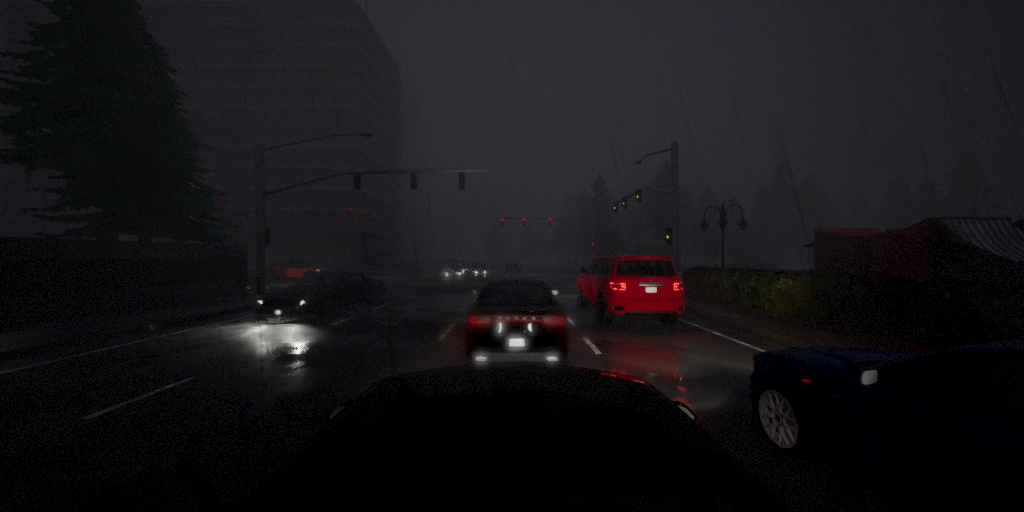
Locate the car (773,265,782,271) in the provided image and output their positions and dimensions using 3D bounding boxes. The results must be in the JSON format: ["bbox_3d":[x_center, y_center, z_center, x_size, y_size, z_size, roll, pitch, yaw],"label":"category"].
[{"bbox_3d":[23.971,1.331,35.265,4.674,1.442,1.812,0,0,1],"label":"car"}]

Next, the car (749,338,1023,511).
[{"bbox_3d":[3.599,1.228,2.023,1.882,1.535,5.008,0,0,0],"label":"car"}]

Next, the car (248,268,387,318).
[{"bbox_3d":[-6.628,1.296,13.324,2.033,1.411,5.357,0,0,8],"label":"car"}]

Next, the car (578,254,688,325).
[{"bbox_3d":[3.642,0.971,12.000,2.150,2.045,5.566,0,0,1],"label":"car"}]

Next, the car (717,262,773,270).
[{"bbox_3d":[19.521,1.353,31.837,5.357,1.411,2.033,0,0,1],"label":"car"}]

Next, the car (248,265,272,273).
[{"bbox_3d":[-20.127,1.283,25.137,5.008,1.535,1.882,0,0,1],"label":"car"}]

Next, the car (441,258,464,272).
[{"bbox_3d":[-7.782,1.102,46.896,2.097,1.767,4.553,0,0,-13],"label":"car"}]

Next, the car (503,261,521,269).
[{"bbox_3d":[0.051,1.274,44.097,1.812,1.442,4.674,0,0,-2],"label":"car"}]

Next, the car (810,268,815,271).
[{"bbox_3d":[29.126,1.297,31.713,4.902,1.511,2.128,0,0,1],"label":"car"}]

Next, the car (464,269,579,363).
[{"bbox_3d":[0.098,1.228,8.186,1.882,1.535,5.008,0,0,0],"label":"car"}]

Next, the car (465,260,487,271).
[{"bbox_3d":[-4.872,1.314,50.482,1.994,1.385,4.181,0,0,-18],"label":"car"}]

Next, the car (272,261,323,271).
[{"bbox_3d":[-16.991,1.157,28.681,4.553,1.767,2.097,0,0,-1],"label":"car"}]

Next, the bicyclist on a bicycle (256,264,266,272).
[{"bbox_3d":[-28.508,1.106,40.729,0.582,1.620,1.656,0,0,1],"label":"bicyclist on a bicycle"}]

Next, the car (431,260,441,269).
[{"bbox_3d":[-10.559,1.297,55.952,2.033,1.411,5.357,0,0,-26],"label":"car"}]
